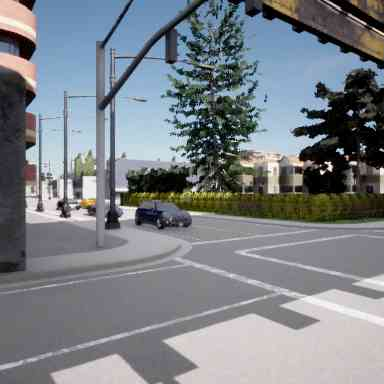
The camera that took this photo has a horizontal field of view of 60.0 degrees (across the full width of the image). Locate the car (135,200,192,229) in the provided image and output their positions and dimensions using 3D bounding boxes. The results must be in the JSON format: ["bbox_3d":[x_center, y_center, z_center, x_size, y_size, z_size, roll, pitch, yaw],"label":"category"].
[{"bbox_3d":[-1.949,1.352,21.692,2.097,1.767,4.553,0,0,-35],"label":"car"}]

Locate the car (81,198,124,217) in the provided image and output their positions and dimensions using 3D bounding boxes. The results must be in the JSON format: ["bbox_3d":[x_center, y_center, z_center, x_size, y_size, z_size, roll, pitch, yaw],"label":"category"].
[{"bbox_3d":[-8.052,1.547,30.356,2.033,1.411,5.357,0,0,-35],"label":"car"}]

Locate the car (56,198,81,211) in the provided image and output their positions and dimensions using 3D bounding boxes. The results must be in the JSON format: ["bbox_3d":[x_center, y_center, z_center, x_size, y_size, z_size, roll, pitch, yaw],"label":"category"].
[{"bbox_3d":[-15.056,1.492,40.348,2.128,1.511,4.902,0,0,-35],"label":"car"}]
